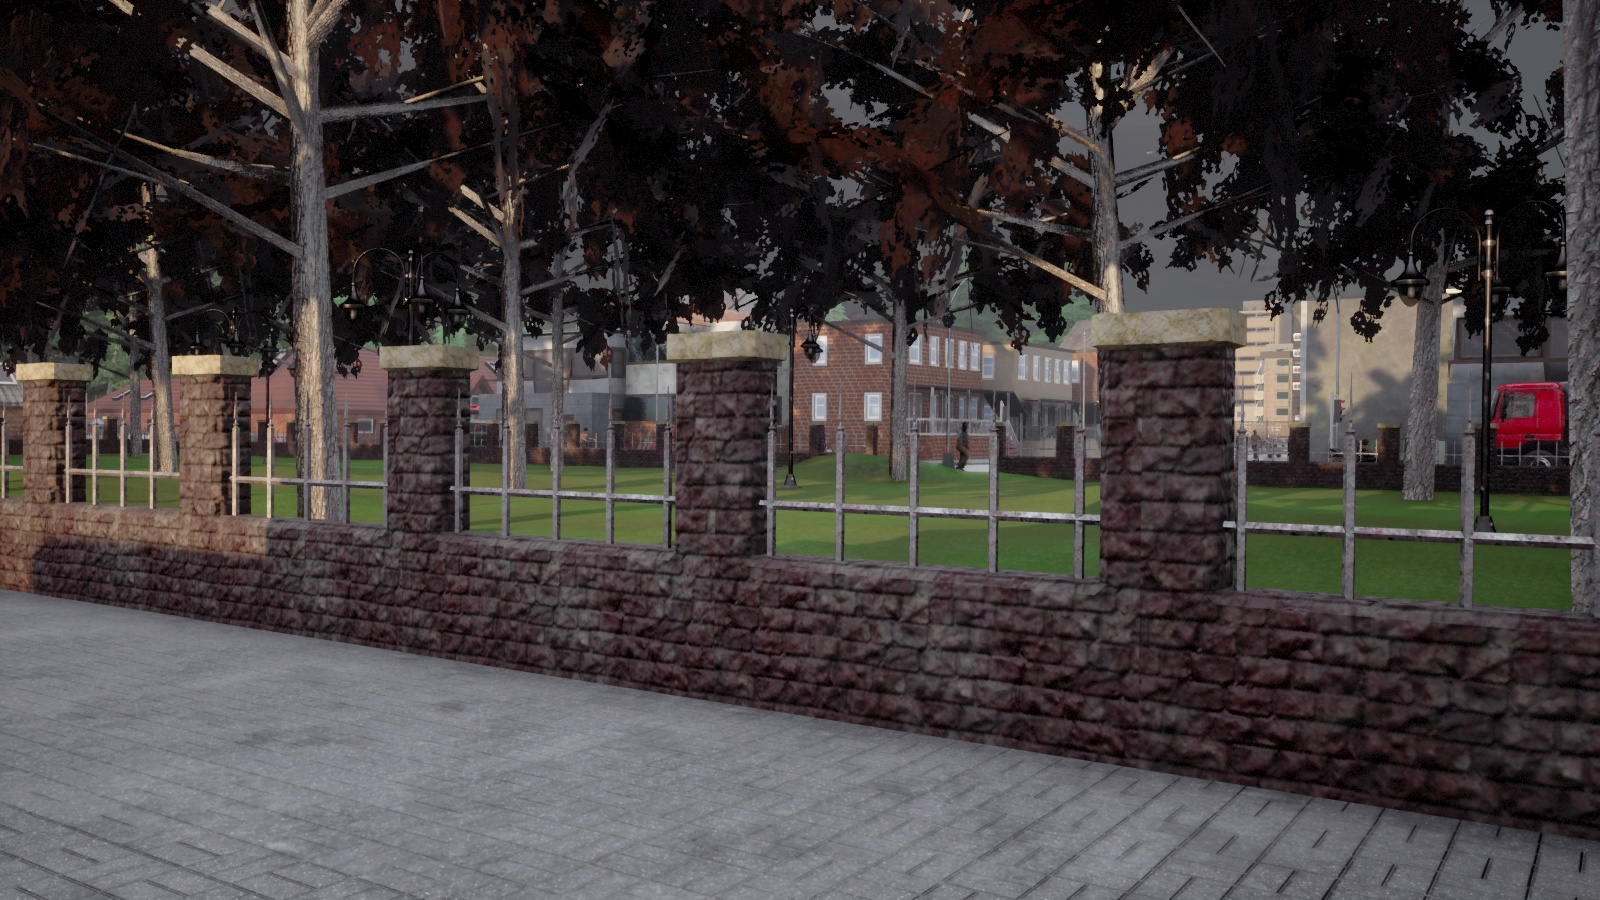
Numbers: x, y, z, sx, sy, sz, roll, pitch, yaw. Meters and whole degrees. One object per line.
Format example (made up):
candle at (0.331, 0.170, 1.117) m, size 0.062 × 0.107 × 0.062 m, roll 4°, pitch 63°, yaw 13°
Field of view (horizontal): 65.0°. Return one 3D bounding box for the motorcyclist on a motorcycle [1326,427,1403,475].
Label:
motorcyclist on a motorcycle at (18.609, 0.033, 41.406) m, size 2.191 × 1.530 × 0.866 m, roll 0°, pitch 1°, yaw 33°

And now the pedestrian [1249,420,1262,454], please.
pedestrian at (24.102, -0.685, 66.482) m, size 0.328 × 1.805 × 0.869 m, roll 0°, pitch 1°, yaw 43°

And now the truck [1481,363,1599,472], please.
truck at (26.780, -1.050, 40.767) m, size 7.936 × 3.462 × 2.891 m, roll 0°, pitch 1°, yaw 34°

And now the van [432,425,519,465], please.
van at (-16.780, -0.251, 64.967) m, size 4.442 × 1.987 × 1.775 m, roll 0°, pitch 1°, yaw 32°

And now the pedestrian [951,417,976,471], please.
pedestrian at (5.669, -0.206, 43.602) m, size 0.694 × 1.848 × 0.540 m, roll 0°, pitch 1°, yaw 34°

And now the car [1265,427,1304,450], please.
car at (34.099, -0.804, 88.297) m, size 1.789 × 1.549 × 3.705 m, roll 0°, pitch 1°, yaw 34°
